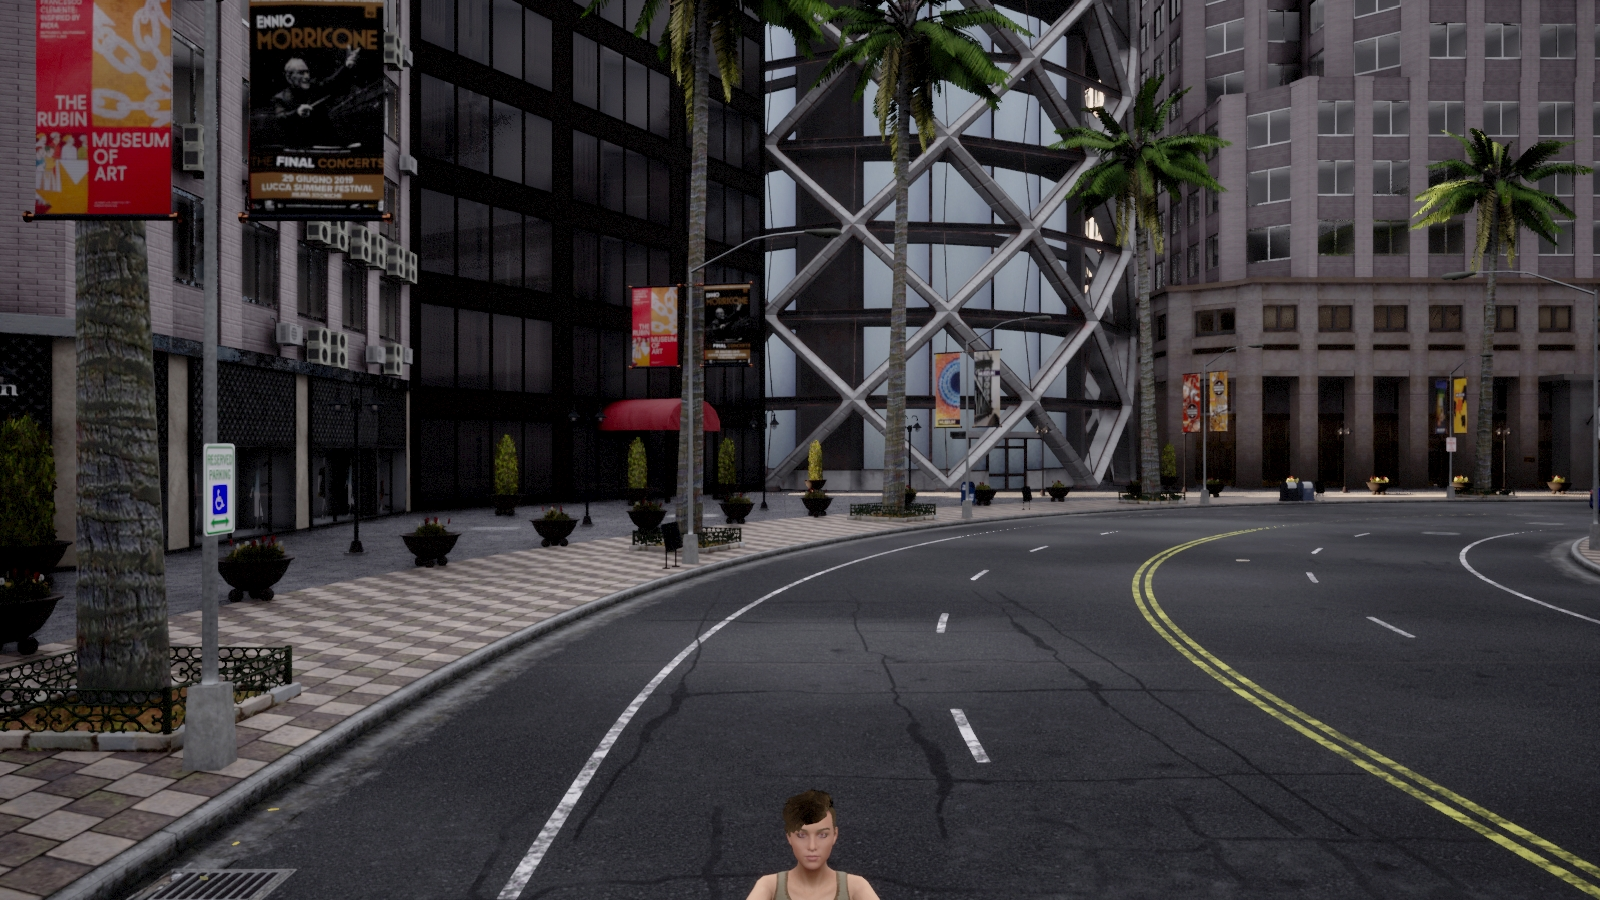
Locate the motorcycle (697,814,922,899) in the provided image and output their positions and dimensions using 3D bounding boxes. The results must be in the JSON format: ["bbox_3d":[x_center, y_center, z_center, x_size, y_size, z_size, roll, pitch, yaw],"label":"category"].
[{"bbox_3d":[0.030,2.170,3.616,0.764,1.277,2.356,0,0,1],"label":"motorcycle"}]

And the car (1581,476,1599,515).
[{"bbox_3d":[36.842,1.967,49.589,4.611,1.667,2.242,0,0,-11],"label":"car"}]
